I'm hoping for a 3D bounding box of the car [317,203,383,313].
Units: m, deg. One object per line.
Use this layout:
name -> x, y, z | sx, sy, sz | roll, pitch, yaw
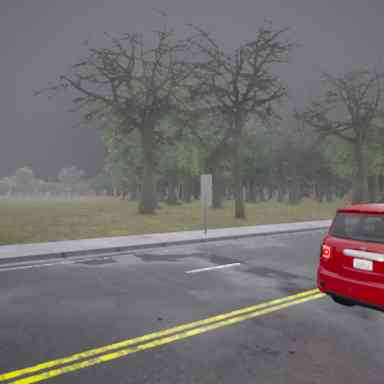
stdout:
car -> 4.883, 1.237, 6.774 | 5.566, 2.045, 2.150 | 0, 0, -35
